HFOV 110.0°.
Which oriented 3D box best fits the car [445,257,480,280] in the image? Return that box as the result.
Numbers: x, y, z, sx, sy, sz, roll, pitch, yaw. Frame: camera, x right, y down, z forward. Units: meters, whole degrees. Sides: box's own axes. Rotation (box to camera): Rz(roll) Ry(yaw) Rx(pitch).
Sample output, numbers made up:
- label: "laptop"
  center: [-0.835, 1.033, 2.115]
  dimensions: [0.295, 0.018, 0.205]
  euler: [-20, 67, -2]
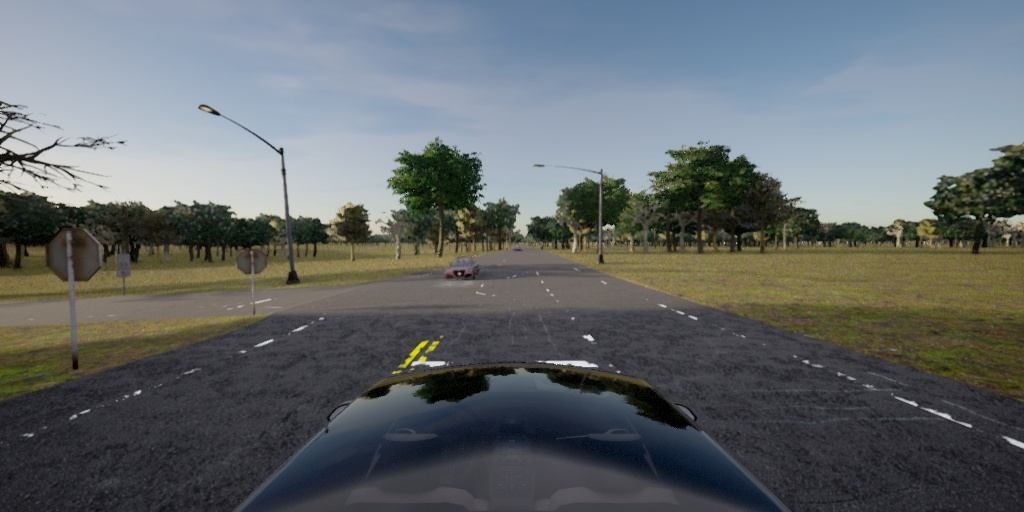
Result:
- label: "car"
  center: [-3.375, 0.789, 25.060]
  dimensions: [1.994, 1.385, 4.181]
  euler: [-2, 5, 1]
